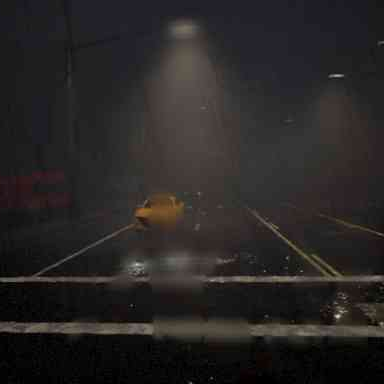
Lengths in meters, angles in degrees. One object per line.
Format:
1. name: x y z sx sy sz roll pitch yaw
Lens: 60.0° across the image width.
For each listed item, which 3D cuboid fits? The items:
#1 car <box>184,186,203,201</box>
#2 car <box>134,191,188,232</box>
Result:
1. car: 0.208 0.106 41.093 2.097 1.767 4.553 -1 1 4
2. car: -1.501 0.964 16.416 1.882 1.535 5.008 -1 2 4
